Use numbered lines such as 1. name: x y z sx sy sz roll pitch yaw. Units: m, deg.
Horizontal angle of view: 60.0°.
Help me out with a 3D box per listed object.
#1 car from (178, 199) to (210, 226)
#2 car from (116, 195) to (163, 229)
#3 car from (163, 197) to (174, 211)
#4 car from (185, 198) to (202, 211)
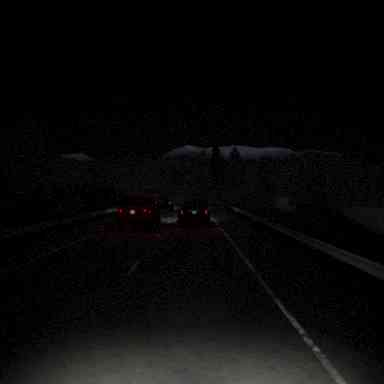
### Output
1. car: 0.145 1.339 23.222 2.097 1.767 4.553 0 0 0
2. car: -3.359 1.210 21.460 2.150 2.045 5.566 0 0 0
3. car: -3.324 1.330 40.731 2.097 1.767 4.553 0 0 0
4. car: 0.179 1.524 41.421 2.033 1.411 5.357 0 0 0
